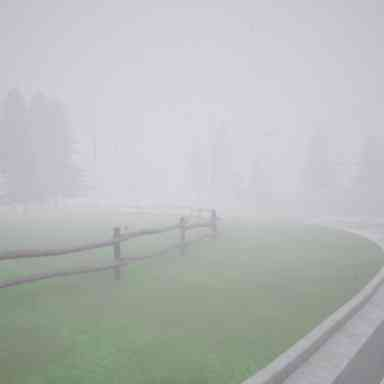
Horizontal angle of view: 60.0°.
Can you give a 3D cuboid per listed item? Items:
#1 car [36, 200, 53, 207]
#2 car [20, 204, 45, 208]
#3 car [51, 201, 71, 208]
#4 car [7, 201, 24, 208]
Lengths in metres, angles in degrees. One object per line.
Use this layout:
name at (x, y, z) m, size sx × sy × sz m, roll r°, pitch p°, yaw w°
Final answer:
car at (-37.543, 2.933, 84.512) m, size 5.008 × 1.535 × 1.882 m, roll -1°, pitch -1°, yaw 39°
car at (-32.444, 2.708, 66.877) m, size 5.357 × 1.411 × 2.033 m, roll -1°, pitch -1°, yaw 39°
car at (-28.154, 2.724, 72.408) m, size 4.892 × 1.490 × 1.837 m, roll -1°, pitch -1°, yaw 39°
car at (-42.070, 2.927, 79.171) m, size 4.674 × 1.442 × 1.812 m, roll -1°, pitch -1°, yaw 39°
